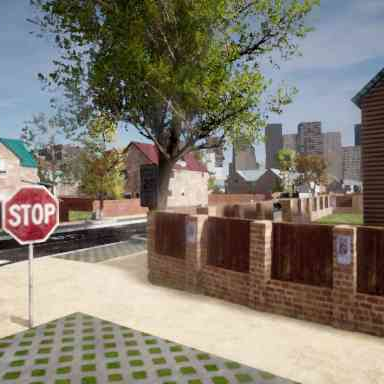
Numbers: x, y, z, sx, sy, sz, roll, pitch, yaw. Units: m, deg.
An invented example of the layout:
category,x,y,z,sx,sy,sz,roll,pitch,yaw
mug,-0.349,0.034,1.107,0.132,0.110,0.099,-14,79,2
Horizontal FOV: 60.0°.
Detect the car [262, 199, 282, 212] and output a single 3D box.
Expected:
category,x,y,z,sx,sy,sz,roll,pitch,yaw
car,8.315,1.331,34.509,1.895,1.301,4.718,-1,0,32
